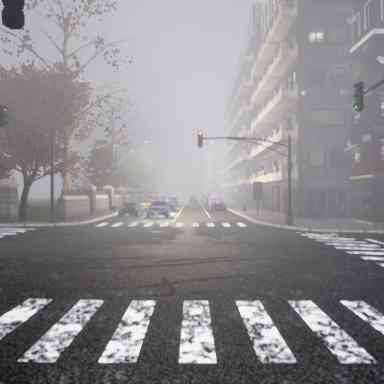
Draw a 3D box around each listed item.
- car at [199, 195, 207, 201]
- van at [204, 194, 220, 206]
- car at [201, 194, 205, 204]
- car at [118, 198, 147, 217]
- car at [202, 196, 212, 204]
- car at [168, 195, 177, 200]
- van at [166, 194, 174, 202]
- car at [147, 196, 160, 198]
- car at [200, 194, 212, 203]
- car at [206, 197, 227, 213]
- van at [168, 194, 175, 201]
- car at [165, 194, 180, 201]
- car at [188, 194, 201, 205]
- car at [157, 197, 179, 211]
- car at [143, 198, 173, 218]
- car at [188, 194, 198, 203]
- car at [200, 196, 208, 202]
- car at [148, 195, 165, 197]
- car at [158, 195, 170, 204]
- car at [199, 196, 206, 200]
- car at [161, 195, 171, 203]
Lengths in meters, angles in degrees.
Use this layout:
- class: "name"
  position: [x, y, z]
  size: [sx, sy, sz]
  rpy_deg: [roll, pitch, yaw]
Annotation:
- class: "car"
  position: [2.966, 1.506, 87.226]
  size: [1.967, 1.590, 4.097]
  rpy_deg: [0, 0, 0]
- class: "van"
  position: [2.826, 1.347, 42.186]
  size: [1.690, 1.788, 3.998]
  rpy_deg: [0, 0, 0]
- class: "car"
  position: [2.860, 1.456, 53.447]
  size: [1.967, 1.590, 4.097]
  rpy_deg: [0, 0, 0]
- class: "car"
  position: [-5.591, 1.566, 30.952]
  size: [1.947, 1.339, 4.313]
  rpy_deg: [0, 0, 0]
- class: "car"
  position: [2.895, 1.574, 64.706]
  size: [1.887, 1.381, 4.507]
  rpy_deg: [0, 0, 0]
- class: "car"
  position: [-5.397, 1.629, 92.883]
  size: [2.008, 1.369, 4.403]
  rpy_deg: [0, 0, 0]
- class: "van"
  position: [-5.432, 1.396, 81.624]
  size: [1.690, 1.788, 3.998]
  rpy_deg: [0, 0, 0]
- class: "car"
  position: [-5.556, 1.532, 42.043]
  size: [1.752, 1.417, 4.829]
  rpy_deg: [0, 0, 0]
- class: "car"
  position: [2.914, 1.352, 70.337]
  size: [2.192, 1.841, 5.009]
  rpy_deg: [0, 0, 0]
- class: "car"
  position: [2.807, 1.548, 36.556]
  size: [1.887, 1.381, 4.507]
  rpy_deg: [0, 0, 0]
- class: "van"
  position: [-5.414, 1.407, 87.253]
  size: [1.690, 1.788, 3.998]
  rpy_deg: [0, 0, 0]
- class: "car"
  position: [-2.919, 1.518, 50.460]
  size: [1.837, 1.490, 4.892]
  rpy_deg: [0, 0, 0]
- class: "car"
  position: [0.290, 1.550, 60.381]
  size: [1.812, 1.442, 4.674]
  rpy_deg: [0, 0, 0]
- class: "car"
  position: [-2.967, 1.606, 40.269]
  size: [1.895, 1.301, 4.718]
  rpy_deg: [0, 0, 0]
- class: "car"
  position: [-2.998, 1.526, 30.345]
  size: [1.812, 1.442, 4.674]
  rpy_deg: [0, 0, 0]
- class: "car"
  position: [0.234, 1.393, 71.447]
  size: [2.097, 1.767, 4.553]
  rpy_deg: [0, 0, 0]
- class: "car"
  position: [2.948, 1.600, 81.597]
  size: [1.887, 1.381, 4.507]
  rpy_deg: [0, 0, 0]
- class: "car"
  position: [-5.538, 1.326, 47.843]
  size: [2.192, 1.841, 5.009]
  rpy_deg: [0, 0, 0]
- class: "car"
  position: [-5.485, 1.470, 64.734]
  size: [1.967, 1.590, 4.097]
  rpy_deg: [0, 0, 0]
- class: "car"
  position: [2.983, 1.660, 92.857]
  size: [1.802, 1.307, 4.206]
  rpy_deg: [0, 0, 0]
- class: "car"
  position: [-5.467, 1.477, 70.363]
  size: [1.967, 1.590, 4.097]
  rpy_deg: [0, 0, 0]
